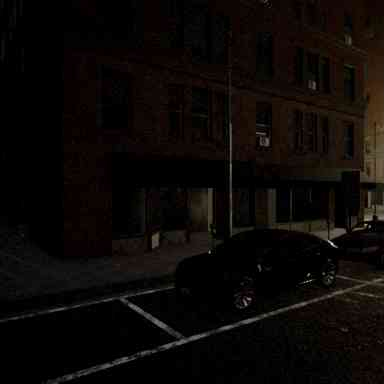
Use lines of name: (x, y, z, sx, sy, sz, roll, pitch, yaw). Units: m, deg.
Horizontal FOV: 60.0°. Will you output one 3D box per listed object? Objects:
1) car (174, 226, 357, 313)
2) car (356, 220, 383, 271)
car: (1.648, 1.566, 7.693, 4.313, 1.339, 1.947, 0, 0, -35)
car: (6.135, 1.582, 10.876, 4.206, 1.307, 1.802, 0, 0, -35)
